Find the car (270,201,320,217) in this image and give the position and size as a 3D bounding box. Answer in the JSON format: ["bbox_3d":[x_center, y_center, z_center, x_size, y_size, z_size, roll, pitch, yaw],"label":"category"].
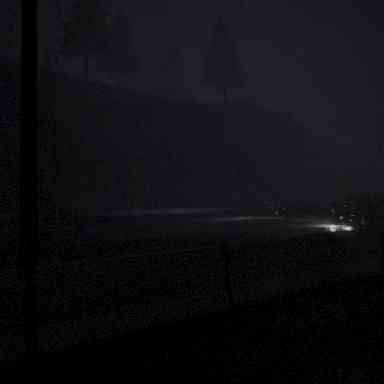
[{"bbox_3d":[9.137,1.449,28.872,4.718,1.301,1.895,0,0,-25],"label":"car"}]

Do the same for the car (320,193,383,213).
[{"bbox_3d":[13.490,1.088,27.034,5.566,2.045,2.150,0,0,-24],"label":"car"}]

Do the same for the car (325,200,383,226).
[{"bbox_3d":[11.362,1.455,22.156,4.181,1.385,1.994,0,0,-25],"label":"car"}]
